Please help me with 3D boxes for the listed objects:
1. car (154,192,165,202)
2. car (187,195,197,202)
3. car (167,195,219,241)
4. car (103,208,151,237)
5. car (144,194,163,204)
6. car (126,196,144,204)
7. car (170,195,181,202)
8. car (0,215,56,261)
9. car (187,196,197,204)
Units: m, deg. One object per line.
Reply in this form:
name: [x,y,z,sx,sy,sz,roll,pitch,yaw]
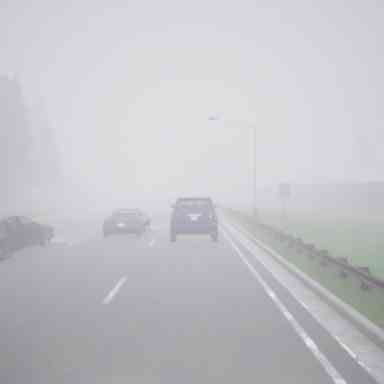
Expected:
car: [-7.026,1.057,71.197,2.150,2.045,5.566,0,0,0]
car: [-0.026,1.362,70.337,1.994,1.385,4.181,0,0,0]
car: [0.094,1.203,16.568,2.150,2.045,5.566,0,0,0]
car: [-3.407,1.543,17.979,1.994,1.385,4.181,0,0,0]
car: [-7.022,1.531,61.190,1.895,1.301,4.718,0,0,0]
car: [-10.522,1.479,59.908,2.033,1.411,5.357,0,0,0]
car: [-3.526,1.349,70.336,2.033,1.411,5.357,0,0,0]
car: [-6.905,1.533,12.140,2.033,1.411,5.357,0,0,0]
car: [-0.022,1.436,60.746,1.837,1.490,4.892,0,0,0]
